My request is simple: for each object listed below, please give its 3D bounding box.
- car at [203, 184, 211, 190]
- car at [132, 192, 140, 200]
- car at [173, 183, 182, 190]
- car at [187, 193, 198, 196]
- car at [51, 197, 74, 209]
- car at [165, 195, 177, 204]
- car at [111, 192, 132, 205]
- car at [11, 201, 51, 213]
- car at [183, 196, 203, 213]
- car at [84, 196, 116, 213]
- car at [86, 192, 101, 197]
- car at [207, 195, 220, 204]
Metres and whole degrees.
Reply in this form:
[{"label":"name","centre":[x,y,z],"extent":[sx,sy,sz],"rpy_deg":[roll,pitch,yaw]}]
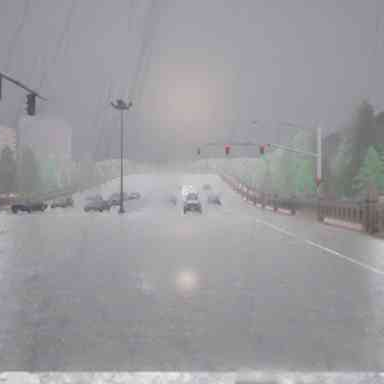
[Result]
[{"label":"car","centre":[3.555,-1.249,78.662],"extent":[1.895,1.301,4.718],"rpy_deg":[0,7,0]},{"label":"car","centre":[-10.590,0.784,60.386],"extent":[1.994,1.385,4.181],"rpy_deg":[0,5,0]},{"label":"car","centre":[-3.445,-1.339,78.651],"extent":[1.837,1.490,4.892],"rpy_deg":[0,7,0]},{"label":"car","centre":[0.077,0.797,60.219],"extent":[1.994,1.385,4.181],"rpy_deg":[0,5,0]},{"label":"car","centre":[-17.634,1.450,45.442],"extent":[1.837,1.490,4.892],"rpy_deg":[0,2,0]},{"label":"car","centre":[-3.447,1.180,54.272],"extent":[2.033,1.411,5.357],"rpy_deg":[0,3,0]},{"label":"car","centre":[-10.626,1.108,48.076],"extent":[2.150,2.045,5.566],"rpy_deg":[0,2,0]},{"label":"car","centre":[-17.672,1.590,36.247],"extent":[1.895,1.301,4.718],"rpy_deg":[0,0,1]},{"label":"car","centre":[0.045,1.511,36.109],"extent":[1.812,1.442,4.674],"rpy_deg":[0,0,0]},{"label":"car","centre":[-10.632,1.530,37.889],"extent":[2.033,1.411,5.357],"rpy_deg":[0,0,0]},{"label":"car","centre":[-17.587,0.829,59.361],"extent":[1.812,1.442,4.674],"rpy_deg":[0,4,1]},{"label":"car","centre":[3.553,1.178,54.278],"extent":[2.033,1.411,5.357],"rpy_deg":[0,3,0]}]
